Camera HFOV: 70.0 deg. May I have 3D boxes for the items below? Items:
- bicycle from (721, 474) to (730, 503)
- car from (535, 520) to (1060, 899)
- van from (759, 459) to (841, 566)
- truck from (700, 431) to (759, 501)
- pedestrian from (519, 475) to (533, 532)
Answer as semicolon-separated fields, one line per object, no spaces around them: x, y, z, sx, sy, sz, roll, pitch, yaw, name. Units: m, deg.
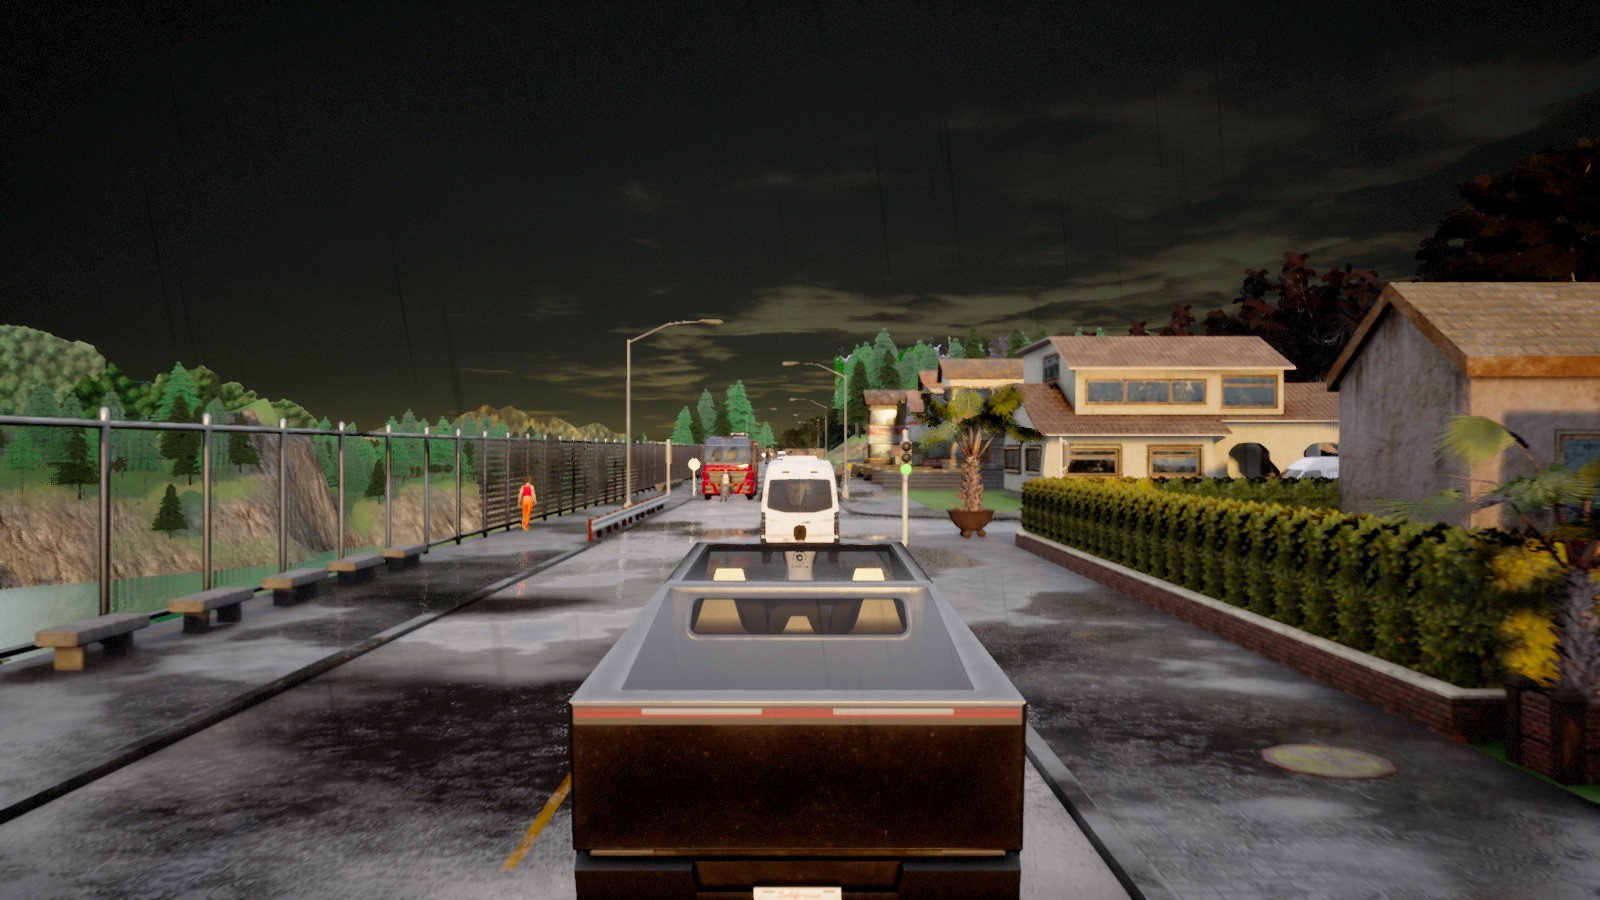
-3.995;2.064;61.381;0.373;1.496;1.643;0;0;0;bicycle
-0.007;1.755;8.341;2.390;2.098;6.274;0;0;0;car
0.003;1.539;30.605;1.988;2.561;5.915;0;0;0;van
-3.996;0.900;66.668;2.891;3.827;8.468;0;0;0;truck
-9.018;1.750;37.612;0.375;1.860;0.375;0;0;2;pedestrian
